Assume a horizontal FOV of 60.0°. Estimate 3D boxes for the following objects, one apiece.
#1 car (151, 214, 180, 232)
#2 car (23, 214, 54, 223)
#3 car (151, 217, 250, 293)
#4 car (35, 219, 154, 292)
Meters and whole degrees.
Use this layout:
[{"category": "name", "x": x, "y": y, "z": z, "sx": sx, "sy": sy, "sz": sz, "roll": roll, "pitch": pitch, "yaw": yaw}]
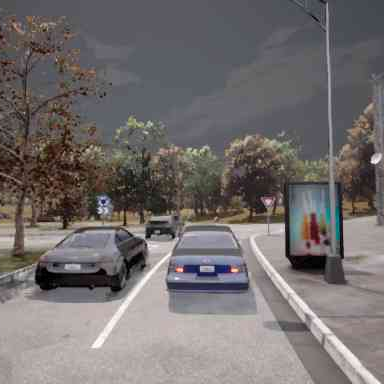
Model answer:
[{"category": "car", "x": -1.588, "y": 2.184, "z": 21.561, "sx": 1.837, "sy": 1.490, "sz": 4.892, "roll": -1, "pitch": -4, "yaw": 9}, {"category": "car", "x": -24.441, "y": 4.228, "z": 52.337, "sx": 5.008, "sy": 1.535, "sz": 1.882, "roll": 3, "pitch": -5, "yaw": -34}, {"category": "car", "x": 0.435, "y": 1.610, "z": 9.004, "sx": 2.033, "sy": 1.411, "sz": 5.357, "roll": 0, "pitch": -1, "yaw": 3}, {"category": "car", "x": -2.467, "y": 1.637, "z": 9.164, "sx": 1.994, "sy": 1.385, "sz": 4.181, "roll": 0, "pitch": -2, "yaw": 3}]
